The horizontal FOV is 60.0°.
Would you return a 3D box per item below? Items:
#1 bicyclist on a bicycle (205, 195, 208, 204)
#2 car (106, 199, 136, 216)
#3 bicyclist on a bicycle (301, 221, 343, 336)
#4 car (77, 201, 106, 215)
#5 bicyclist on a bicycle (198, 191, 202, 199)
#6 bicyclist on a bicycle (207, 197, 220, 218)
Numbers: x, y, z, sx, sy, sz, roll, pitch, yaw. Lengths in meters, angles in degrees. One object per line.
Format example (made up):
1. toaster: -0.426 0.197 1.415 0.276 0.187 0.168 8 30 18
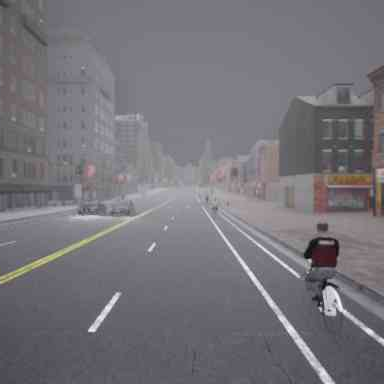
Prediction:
1. bicyclist on a bicycle: 2.169 1.288 47.681 0.659 1.776 1.843 0 0 0
2. car: -6.628 1.493 32.344 1.837 1.490 4.892 0 0 0
3. bicyclist on a bicycle: 2.215 1.383 5.845 0.659 1.776 1.843 0 0 0
4. car: -9.877 1.547 33.179 1.994 1.385 4.181 0 0 0
5. bicyclist on a bicycle: 1.941 1.036 77.705 0.866 1.612 1.509 0 1 2
6. bicyclist on a bicycle: 2.050 1.432 29.527 0.866 1.612 1.509 0 0 2
